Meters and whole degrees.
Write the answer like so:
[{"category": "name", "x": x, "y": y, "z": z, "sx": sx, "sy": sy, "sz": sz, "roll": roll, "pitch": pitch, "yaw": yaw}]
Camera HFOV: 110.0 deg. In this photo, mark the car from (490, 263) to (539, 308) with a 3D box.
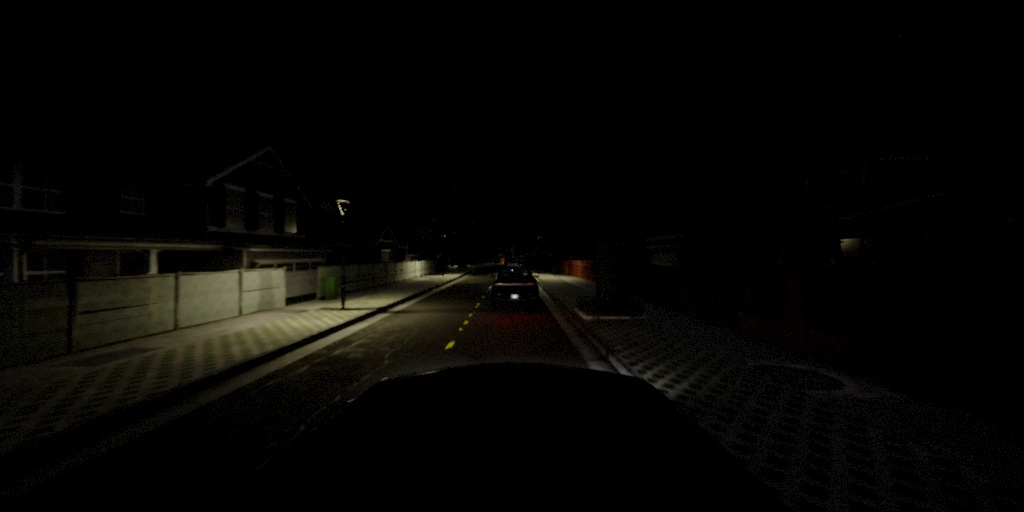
[{"category": "car", "x": 0.097, "y": 1.233, "z": 15.203, "sx": 2.128, "sy": 1.511, "sz": 4.902, "roll": 0, "pitch": 0, "yaw": 0}]
